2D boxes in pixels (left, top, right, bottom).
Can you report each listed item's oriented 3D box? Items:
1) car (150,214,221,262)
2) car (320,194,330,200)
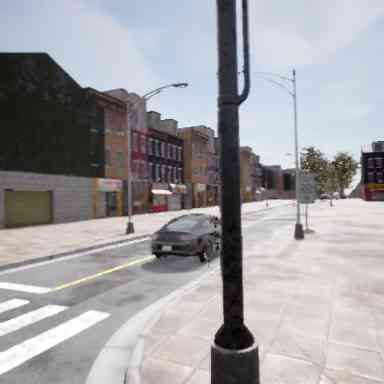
[{"bbox_3d":[0.210,1.519,12.028,1.812,1.442,4.674,-2,-1,25],"label":"car"},{"bbox_3d":[32.507,1.312,81.852,1.837,1.490,4.892,-2,-1,25],"label":"car"}]
